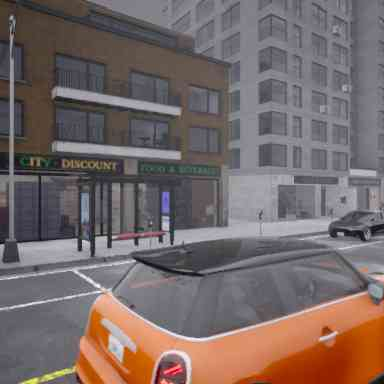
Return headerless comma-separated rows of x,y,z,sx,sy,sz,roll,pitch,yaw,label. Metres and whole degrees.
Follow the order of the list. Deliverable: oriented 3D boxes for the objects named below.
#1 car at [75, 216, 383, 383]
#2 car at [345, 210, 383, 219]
1.077,1.352,4.085,4.553,1.767,2.097,0,0,-35,car
8.602,1.566,16.530,4.313,1.339,1.947,0,0,-36,car
